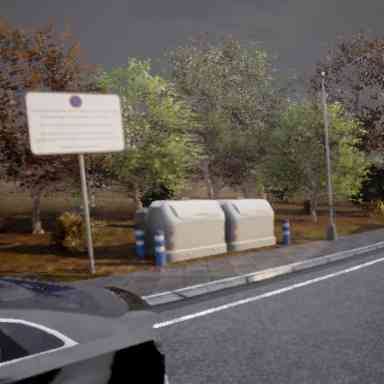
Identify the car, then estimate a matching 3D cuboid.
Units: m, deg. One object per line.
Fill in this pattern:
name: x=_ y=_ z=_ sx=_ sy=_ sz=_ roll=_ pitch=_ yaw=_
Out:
car: x=-2.502 y=1.501 z=2.282 sx=4.902 sy=1.511 sz=2.128 roll=0 pitch=0 yaw=-36
